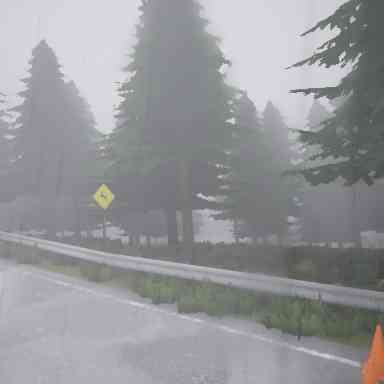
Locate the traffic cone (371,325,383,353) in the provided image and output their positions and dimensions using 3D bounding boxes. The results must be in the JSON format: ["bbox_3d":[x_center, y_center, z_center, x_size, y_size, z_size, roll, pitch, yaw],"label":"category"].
[{"bbox_3d":[2.321,1.956,4.127,0.340,0.580,0.340,0,0,34],"label":"traffic cone"}]

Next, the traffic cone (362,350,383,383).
[{"bbox_3d":[1.773,1.956,3.294,0.340,0.580,0.340,0,0,34],"label":"traffic cone"}]
